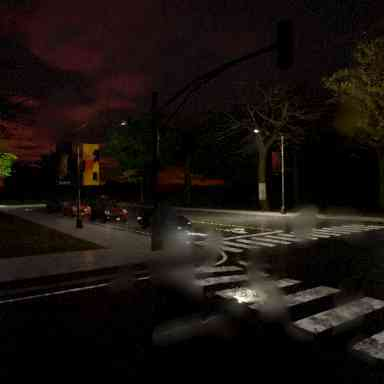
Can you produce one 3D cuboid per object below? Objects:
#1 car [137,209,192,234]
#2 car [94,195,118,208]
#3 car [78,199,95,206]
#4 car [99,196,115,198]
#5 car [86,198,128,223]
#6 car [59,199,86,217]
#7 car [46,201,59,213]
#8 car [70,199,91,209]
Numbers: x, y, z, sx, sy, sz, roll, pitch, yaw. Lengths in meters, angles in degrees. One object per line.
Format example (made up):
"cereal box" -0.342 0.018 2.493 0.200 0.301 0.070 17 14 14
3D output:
"car" -2.002 1.819 22.046 2.033 1.411 5.357 -1 0 -29
"car" -15.055 1.653 57.916 2.150 2.045 5.566 -1 0 -35
"car" -21.172 2.100 66.661 1.994 1.385 4.181 -1 0 -35
"car" -13.811 1.782 50.373 2.097 1.767 4.553 -1 0 -35
"car" -7.500 1.717 29.798 2.097 1.767 4.553 -1 0 -35
"car" -13.110 1.812 37.817 2.097 1.767 4.553 -1 0 -35
"car" -18.867 2.035 46.121 1.882 1.535 5.008 -1 0 -35
"car" -19.674 2.079 58.683 2.033 1.411 5.357 -1 0 -35
